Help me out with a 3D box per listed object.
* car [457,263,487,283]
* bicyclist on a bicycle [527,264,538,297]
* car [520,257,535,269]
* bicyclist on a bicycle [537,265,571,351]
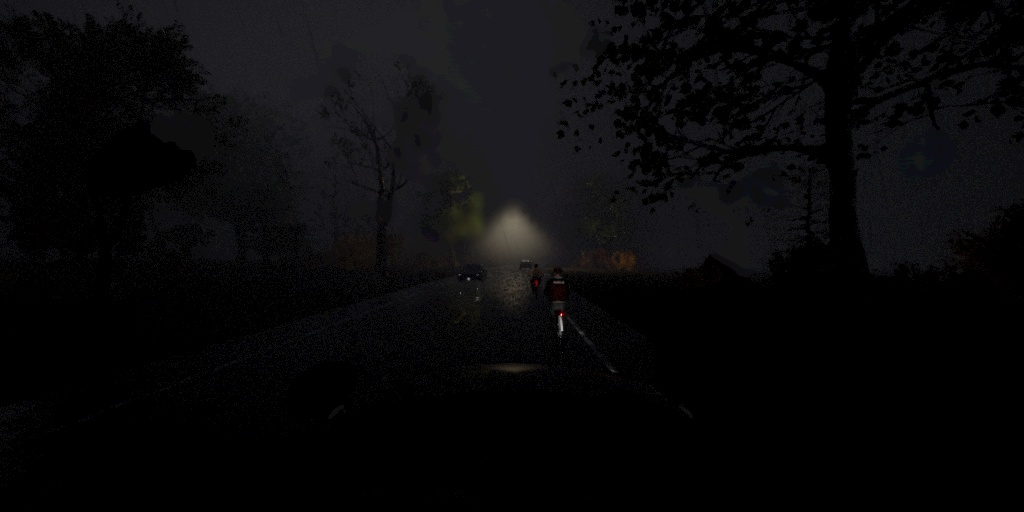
[{"bbox_3d":[-3.078,1.308,28.880,2.033,1.411,5.357,0,0,2],"label":"car"},{"bbox_3d":[1.195,1.191,17.911,0.866,1.612,1.509,0,0,1],"label":"bicyclist on a bicycle"},{"bbox_3d":[2.281,1.346,58.789,2.128,1.511,4.902,0,0,4],"label":"car"},{"bbox_3d":[1.017,1.121,8.145,0.659,1.776,1.843,0,0,1],"label":"bicyclist on a bicycle"}]
